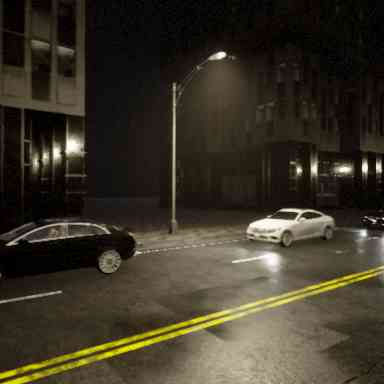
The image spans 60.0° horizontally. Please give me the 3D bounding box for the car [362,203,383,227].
[{"bbox_3d":[12.399,1.401,20.409,4.892,1.490,1.837,0,0,-35],"label":"car"}]

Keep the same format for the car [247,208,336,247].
[{"bbox_3d":[4.535,1.467,14.824,4.674,1.442,1.812,0,0,-35],"label":"car"}]

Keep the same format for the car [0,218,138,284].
[{"bbox_3d":[-3.865,1.483,8.900,4.902,1.511,2.128,0,0,-35],"label":"car"}]
